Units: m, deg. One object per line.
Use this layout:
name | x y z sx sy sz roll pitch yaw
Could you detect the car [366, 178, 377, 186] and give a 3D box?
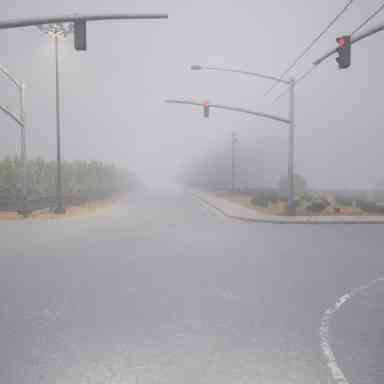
car | 42.090 -2.348 77.688 1.905 1.878 3.866 10 10 41
